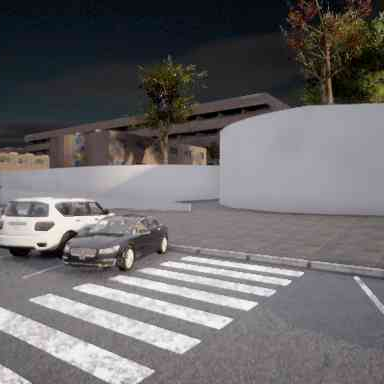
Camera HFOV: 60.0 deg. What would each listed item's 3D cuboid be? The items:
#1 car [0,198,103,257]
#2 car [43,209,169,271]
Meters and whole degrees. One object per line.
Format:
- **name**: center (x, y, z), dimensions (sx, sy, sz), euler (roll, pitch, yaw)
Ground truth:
- **car**: center (-4.670, 1.250, 12.850), dimensions (2.435, 2.045, 5.566), euler (0, -1, 15)
- **car**: center (-2.237, 1.496, 11.091), dimensions (2.231, 1.521, 4.892), euler (0, -1, 15)
